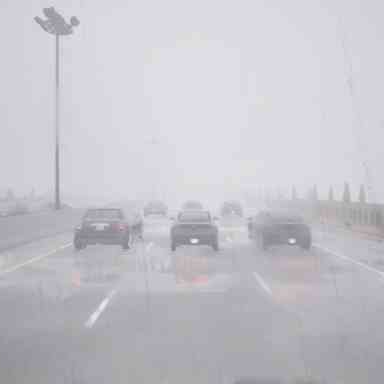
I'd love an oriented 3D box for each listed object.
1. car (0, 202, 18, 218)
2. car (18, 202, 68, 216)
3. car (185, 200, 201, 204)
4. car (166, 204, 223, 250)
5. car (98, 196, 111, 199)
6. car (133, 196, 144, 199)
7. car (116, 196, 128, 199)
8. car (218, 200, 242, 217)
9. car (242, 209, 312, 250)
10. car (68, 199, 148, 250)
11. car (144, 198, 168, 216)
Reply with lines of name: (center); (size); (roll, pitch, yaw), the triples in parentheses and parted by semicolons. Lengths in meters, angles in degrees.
car: (-14.114, 1.523, 25.916); (1.812, 1.442, 4.674); (0, 0, 0)
car: (-10.615, 1.488, 25.051); (2.128, 1.511, 4.902); (0, 0, 0)
car: (0.080, 1.500, 31.273); (1.837, 1.490, 4.892); (0, 0, 0)
car: (0.091, 1.503, 14.347); (1.837, 1.490, 4.892); (0, 0, 0)
car: (-17.544, 1.531, 66.774); (2.033, 1.411, 5.357); (0, 0, 0)
car: (-10.552, 1.468, 65.975); (1.882, 1.535, 5.008); (0, 0, 0)
car: (-14.049, 1.506, 66.381); (2.128, 1.511, 4.902); (0, 0, 0)
car: (3.580, 1.500, 31.273); (1.837, 1.490, 4.892); (0, 0, 0)
car: (3.591, 1.502, 14.354); (1.837, 1.490, 4.892); (0, 0, 0)
car: (-3.410, 1.350, 14.443); (2.097, 1.767, 4.553); (0, 0, 0)
car: (-3.421, 1.559, 31.948); (1.994, 1.385, 4.181); (0, 0, 0)
